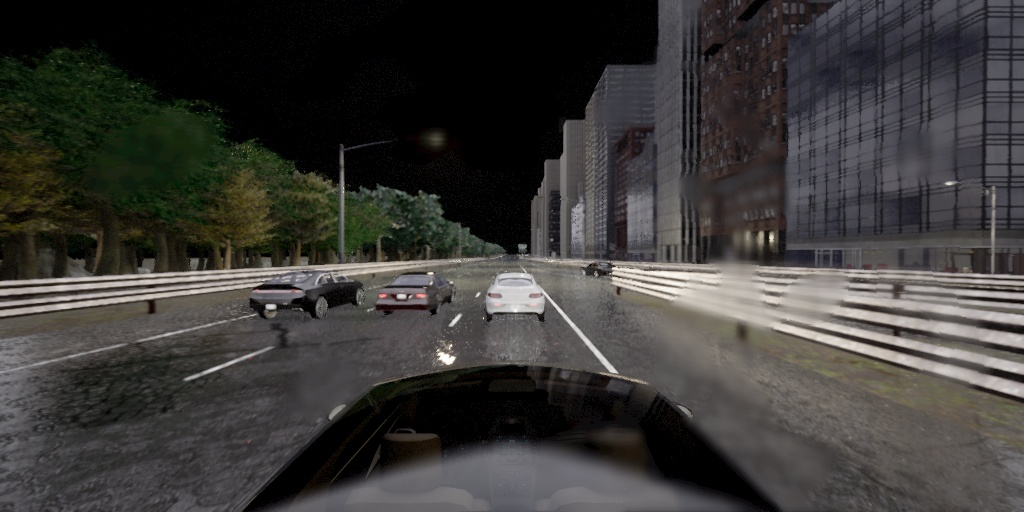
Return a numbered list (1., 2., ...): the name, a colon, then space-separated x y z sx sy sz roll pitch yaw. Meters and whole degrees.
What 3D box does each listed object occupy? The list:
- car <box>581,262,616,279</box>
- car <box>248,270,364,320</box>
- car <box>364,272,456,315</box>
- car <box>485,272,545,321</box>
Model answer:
1. car: 8.180 1.305 33.813 1.837 1.490 4.892 0 0 -11
2. car: -6.898 1.242 12.683 2.128 1.511 4.902 0 0 0
3. car: -3.401 1.297 13.541 2.033 1.411 5.357 0 0 0
4. car: 0.099 1.276 12.389 1.812 1.442 4.674 0 0 0
